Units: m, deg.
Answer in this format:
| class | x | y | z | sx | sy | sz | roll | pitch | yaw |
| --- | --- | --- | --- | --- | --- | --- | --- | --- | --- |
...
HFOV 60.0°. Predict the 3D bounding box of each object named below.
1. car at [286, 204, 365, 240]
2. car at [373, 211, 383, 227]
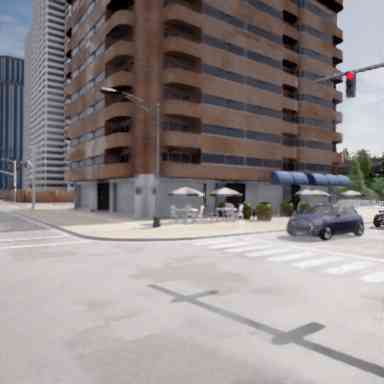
| class | x | y | z | sx | sy | sz | roll | pitch | yaw |
| --- | --- | --- | --- | --- | --- | --- | --- | --- | --- |
| car | 7.098 | 1.453 | 17.617 | 4.553 | 1.767 | 2.097 | 1 | 0 | -35 |
| car | 14.335 | 1.675 | 22.911 | 4.892 | 1.490 | 1.837 | 1 | 0 | -37 |
